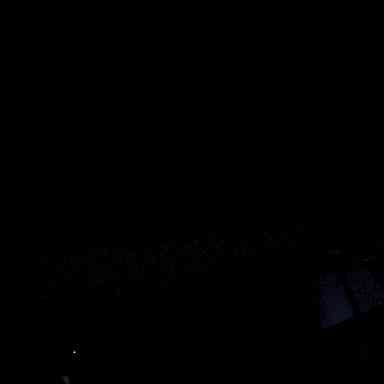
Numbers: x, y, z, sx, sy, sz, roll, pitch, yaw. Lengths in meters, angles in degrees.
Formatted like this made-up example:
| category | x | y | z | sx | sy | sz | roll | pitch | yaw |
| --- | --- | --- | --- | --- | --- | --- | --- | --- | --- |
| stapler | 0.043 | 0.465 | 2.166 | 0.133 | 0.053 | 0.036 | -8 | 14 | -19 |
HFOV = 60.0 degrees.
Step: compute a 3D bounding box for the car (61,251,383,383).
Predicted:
| category | x | y | z | sx | sy | sz | roll | pitch | yaw |
| --- | --- | --- | --- | --- | --- | --- | --- | --- | --- |
| car | 1.277 | 1.562 | 4.297 | 5.357 | 1.411 | 2.033 | 0 | 0 | -36 |
